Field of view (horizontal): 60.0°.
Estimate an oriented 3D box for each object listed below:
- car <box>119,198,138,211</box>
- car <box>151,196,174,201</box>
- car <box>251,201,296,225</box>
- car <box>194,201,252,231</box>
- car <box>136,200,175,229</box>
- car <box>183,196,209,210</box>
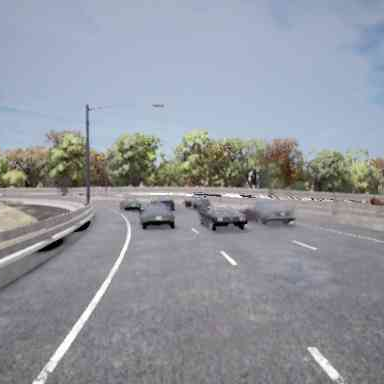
[{"bbox_3d":[-6.817,1.331,36.735,1.994,1.385,4.181,-1,1,-20],"label":"car"},{"bbox_3d":[-3.419,1.204,37.665,1.882,1.535,5.008,-1,1,-20],"label":"car"},{"bbox_3d":[4.751,1.324,21.797,2.033,1.411,5.357,-1,0,-13],"label":"car"},{"bbox_3d":[1.644,1.426,19.504,1.895,1.301,4.718,-1,0,-10],"label":"car"},{"bbox_3d":[-2.234,1.416,20.778,1.994,1.385,4.181,-1,1,-11],"label":"car"},{"bbox_3d":[0.438,1.186,37.258,2.128,1.511,4.902,-1,1,-20],"label":"car"}]
